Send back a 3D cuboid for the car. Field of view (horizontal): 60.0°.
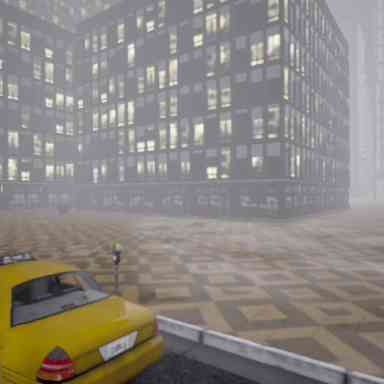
[{"bbox_3d":[-2.622,1.531,4.718,4.829,1.417,1.752,0,0,36],"label":"car"}]
